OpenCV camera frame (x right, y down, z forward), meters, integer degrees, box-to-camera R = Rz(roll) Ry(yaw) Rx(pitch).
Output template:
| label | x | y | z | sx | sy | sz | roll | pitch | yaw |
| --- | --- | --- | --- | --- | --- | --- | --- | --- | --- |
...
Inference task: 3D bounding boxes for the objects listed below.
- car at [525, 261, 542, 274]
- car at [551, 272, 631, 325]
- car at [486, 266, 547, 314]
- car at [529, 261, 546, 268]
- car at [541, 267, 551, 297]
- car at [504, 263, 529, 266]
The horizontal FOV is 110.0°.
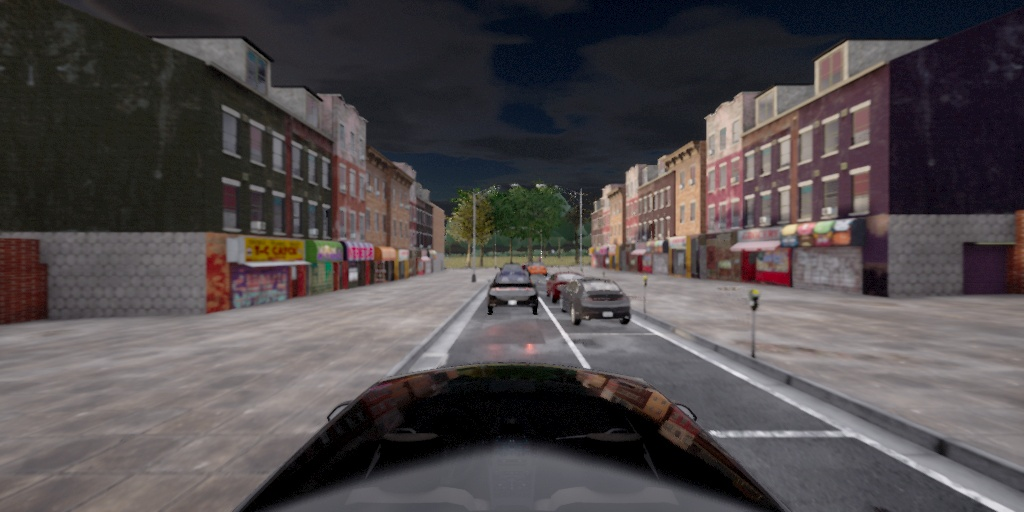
| label | x | y | z | sx | sy | sz | roll | pitch | yaw |
| --- | --- | --- | --- | --- | --- | --- | --- | --- | --- |
| car | 2.978 | 1.525 | 49.873 | 2.097 | 1.767 | 4.553 | 0 | -1 | 0 |
| car | 2.635 | 1.382 | 12.009 | 2.007 | 1.370 | 4.403 | 0 | 0 | 0 |
| car | 0.040 | 1.342 | 14.258 | 2.128 | 1.511 | 4.902 | 0 | 0 | 1 |
| car | 2.980 | 1.457 | 42.872 | 2.097 | 1.767 | 4.553 | 0 | -1 | 0 |
| car | 2.634 | 1.421 | 17.415 | 1.888 | 1.381 | 4.507 | 0 | 0 | 0 |
| car | 0.037 | 1.329 | 29.169 | 2.097 | 1.767 | 4.553 | 0 | -1 | 1 |
